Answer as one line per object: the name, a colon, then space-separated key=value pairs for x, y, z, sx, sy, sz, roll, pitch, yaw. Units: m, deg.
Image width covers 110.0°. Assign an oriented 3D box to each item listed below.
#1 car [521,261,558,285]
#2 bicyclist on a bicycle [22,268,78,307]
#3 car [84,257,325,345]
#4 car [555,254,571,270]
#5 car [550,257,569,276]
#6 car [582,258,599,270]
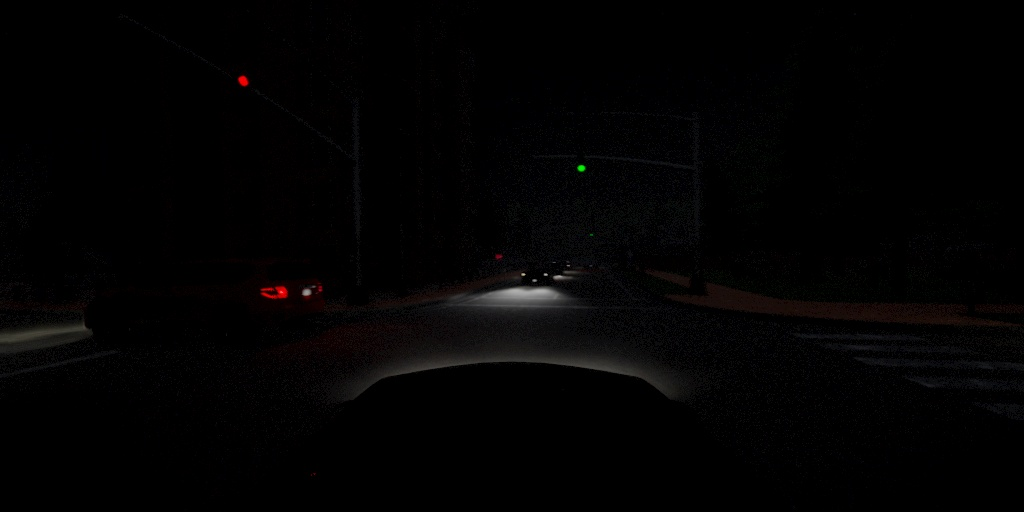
car: x=1.902 y=1.255 z=25.123 sx=1.895 sy=1.301 sz=4.718 roll=-1 pitch=0 yaw=12
bicyclist on a bicycle: x=-19.651 y=1.321 z=15.296 sx=0.582 sy=1.620 sz=1.656 roll=-1 pitch=0 yaw=11
car: x=-7.947 y=1.081 z=9.541 sx=5.566 sy=2.045 sz=2.150 roll=-1 pitch=0 yaw=6
car: x=6.448 y=0.744 z=45.999 sx=2.150 sy=2.045 sz=5.566 roll=-1 pitch=0 yaw=12
car: x=4.141 y=1.136 z=35.520 sx=2.033 sy=1.411 sz=5.357 roll=-1 pitch=0 yaw=12
car: x=10.223 y=0.990 z=46.481 sx=1.812 sy=1.442 sz=4.674 roll=-1 pitch=0 yaw=12
